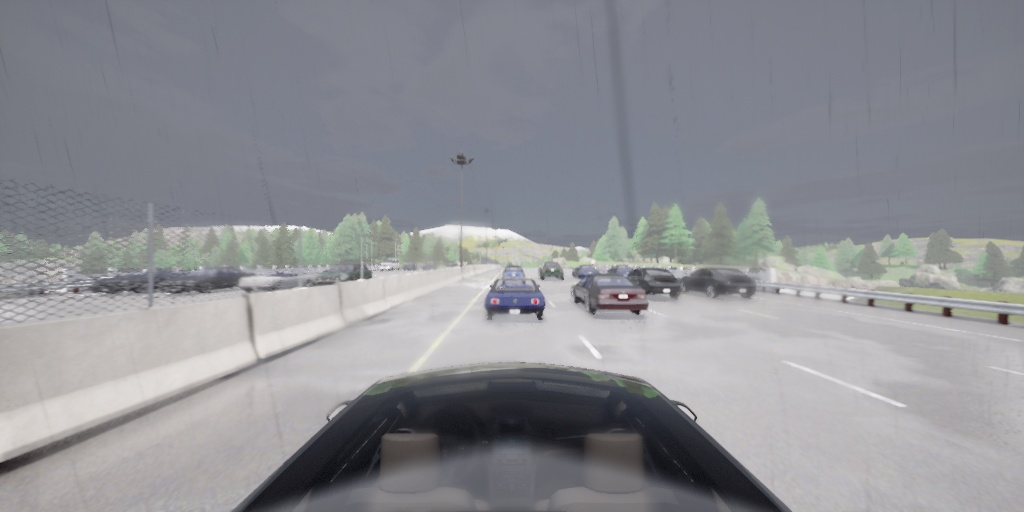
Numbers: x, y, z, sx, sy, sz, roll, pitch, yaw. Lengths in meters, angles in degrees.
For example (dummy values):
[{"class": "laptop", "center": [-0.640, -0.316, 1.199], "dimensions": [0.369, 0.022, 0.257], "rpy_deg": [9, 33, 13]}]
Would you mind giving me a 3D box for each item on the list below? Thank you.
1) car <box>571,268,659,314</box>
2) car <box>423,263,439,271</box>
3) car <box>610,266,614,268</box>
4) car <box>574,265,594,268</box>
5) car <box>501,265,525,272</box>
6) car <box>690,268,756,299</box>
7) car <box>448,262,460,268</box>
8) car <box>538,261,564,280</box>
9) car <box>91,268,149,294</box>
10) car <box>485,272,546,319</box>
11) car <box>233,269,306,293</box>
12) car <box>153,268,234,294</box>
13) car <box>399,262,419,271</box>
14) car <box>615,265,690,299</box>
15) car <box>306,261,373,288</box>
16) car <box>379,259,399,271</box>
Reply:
[{"class": "car", "center": [3.603, 1.374, 14.117], "dimensions": [2.033, 1.411, 5.357], "rpy_deg": [0, 0, 0]}, {"class": "car", "center": [-13.994, 1.913, 62.388], "dimensions": [2.033, 1.411, 5.357], "rpy_deg": [0, -1, 1]}, {"class": "car", "center": [10.614, 1.522, 34.908], "dimensions": [1.994, 1.385, 4.181], "rpy_deg": [0, 0, 0]}, {"class": "car", "center": [7.114, 1.521, 35.015], "dimensions": [1.994, 1.385, 4.181], "rpy_deg": [0, 0, 0]}, {"class": "car", "center": [0.110, 1.464, 29.067], "dimensions": [2.033, 1.411, 5.357], "rpy_deg": [0, 0, 0]}, {"class": "car", "center": [10.606, 1.363, 18.886], "dimensions": [1.837, 1.490, 4.892], "rpy_deg": [0, 0, 0]}, {"class": "car", "center": [-10.491, 1.905, 64.243], "dimensions": [1.837, 1.490, 4.892], "rpy_deg": [0, -1, 1]}, {"class": "car", "center": [3.614, 1.302, 34.109], "dimensions": [2.097, 1.767, 4.553], "rpy_deg": [0, 0, 0]}, {"class": "car", "center": [-21.093, 1.410, 21.286], "dimensions": [2.033, 1.411, 5.357], "rpy_deg": [0, 0, 0]}, {"class": "car", "center": [0.100, 1.420, 13.077], "dimensions": [1.895, 1.301, 4.718], "rpy_deg": [0, 0, 0]}, {"class": "car", "center": [-14.092, 1.469, 21.884], "dimensions": [1.895, 1.301, 4.718], "rpy_deg": [0, 0, 0]}, {"class": "car", "center": [-17.593, 1.411, 21.293], "dimensions": [2.033, 1.411, 5.357], "rpy_deg": [0, 0, 0]}, {"class": "car", "center": [-17.499, 1.917, 61.982], "dimensions": [1.994, 1.385, 4.181], "rpy_deg": [0, -1, 1]}, {"class": "car", "center": [7.106, 1.362, 18.875], "dimensions": [1.837, 1.490, 4.892], "rpy_deg": [0, 0, 0]}, {"class": "car", "center": [-10.590, 1.227, 22.831], "dimensions": [2.097, 1.767, 4.553], "rpy_deg": [0, 0, 0]}, {"class": "car", "center": [-20.989, 1.581, 61.912], "dimensions": [2.150, 2.045, 5.566], "rpy_deg": [0, -1, 1]}]
